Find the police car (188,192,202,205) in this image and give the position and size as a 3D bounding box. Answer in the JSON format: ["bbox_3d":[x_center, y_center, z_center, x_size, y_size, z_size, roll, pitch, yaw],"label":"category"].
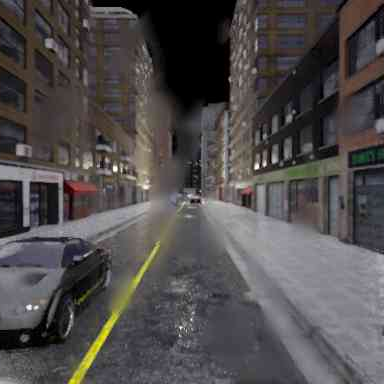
[{"bbox_3d":[0.653,1.366,57.693,1.930,1.638,5.238,0,0,0],"label":"police car"}]

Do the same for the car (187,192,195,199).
[{"bbox_3d":[-0.276,0.946,92.083,2.150,2.045,5.566,0,0,0],"label":"car"}]

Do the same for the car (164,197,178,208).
[{"bbox_3d":[-2.973,1.436,47.983,1.882,1.535,5.008,0,0,0],"label":"car"}]

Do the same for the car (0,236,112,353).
[{"bbox_3d":[-2.868,1.561,6.242,1.994,1.385,4.181,0,0,0],"label":"car"}]

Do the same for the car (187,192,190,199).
[{"bbox_3d":[0.623,1.272,67.553,2.097,1.767,4.553,0,0,0],"label":"car"}]
